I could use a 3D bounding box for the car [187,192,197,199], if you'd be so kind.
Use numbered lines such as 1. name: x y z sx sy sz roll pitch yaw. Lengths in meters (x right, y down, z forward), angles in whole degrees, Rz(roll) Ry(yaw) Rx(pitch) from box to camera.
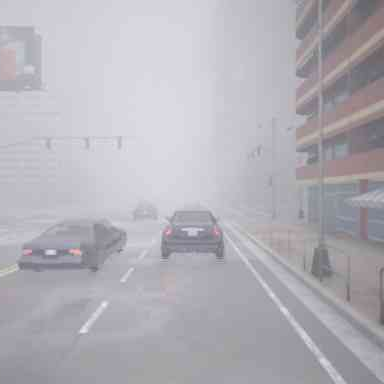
1. car: -0.004 1.130 84.149 2.150 2.045 5.566 0 0 0

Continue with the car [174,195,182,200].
1. car: -3.504 1.446 84.117 2.033 1.411 5.357 0 0 0

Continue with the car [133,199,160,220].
1. car: -3.933 1.558 27.942 1.994 1.385 4.181 0 0 -8

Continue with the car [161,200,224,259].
1. car: 0.041 1.348 12.801 2.097 1.767 4.553 0 0 1

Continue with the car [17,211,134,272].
1. car: -3.482 1.545 10.761 2.033 1.411 5.357 0 0 1

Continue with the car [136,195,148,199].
1. car: -10.503 1.339 69.531 2.097 1.767 4.553 0 0 0

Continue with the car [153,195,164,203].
1. car: -7.003 1.484 69.749 1.837 1.490 4.892 0 0 0
